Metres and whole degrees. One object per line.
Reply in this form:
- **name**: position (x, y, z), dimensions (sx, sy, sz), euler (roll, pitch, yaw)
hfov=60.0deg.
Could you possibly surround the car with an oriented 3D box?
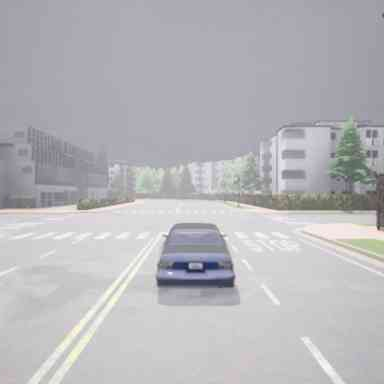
- **car**: position (0.077, 1.574, 9.359), dimensions (2.033, 1.411, 5.357), euler (0, 0, 0)
